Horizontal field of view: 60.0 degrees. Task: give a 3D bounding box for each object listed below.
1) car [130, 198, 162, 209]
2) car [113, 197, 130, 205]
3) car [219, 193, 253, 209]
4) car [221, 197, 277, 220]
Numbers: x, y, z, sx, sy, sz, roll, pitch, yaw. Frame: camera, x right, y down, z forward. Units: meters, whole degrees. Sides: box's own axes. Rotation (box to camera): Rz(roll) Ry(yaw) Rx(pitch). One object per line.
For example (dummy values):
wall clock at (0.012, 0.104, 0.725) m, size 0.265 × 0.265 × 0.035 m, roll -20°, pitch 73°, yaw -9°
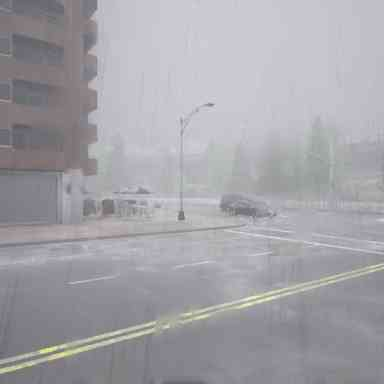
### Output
car at (-5.812, 1.470, 43.434) m, size 1.812 × 1.442 × 4.674 m, roll 0°, pitch 0°, yaw -38°
car at (-10.756, 1.492, 52.900) m, size 5.357 × 1.411 × 2.033 m, roll 0°, pitch 0°, yaw 31°
car at (5.162, 1.166, 34.273) m, size 2.150 × 2.045 × 5.566 m, roll 0°, pitch 0°, yaw -35°
car at (5.004, 1.436, 27.958) m, size 2.128 × 1.511 × 4.902 m, roll 0°, pitch 0°, yaw -31°
